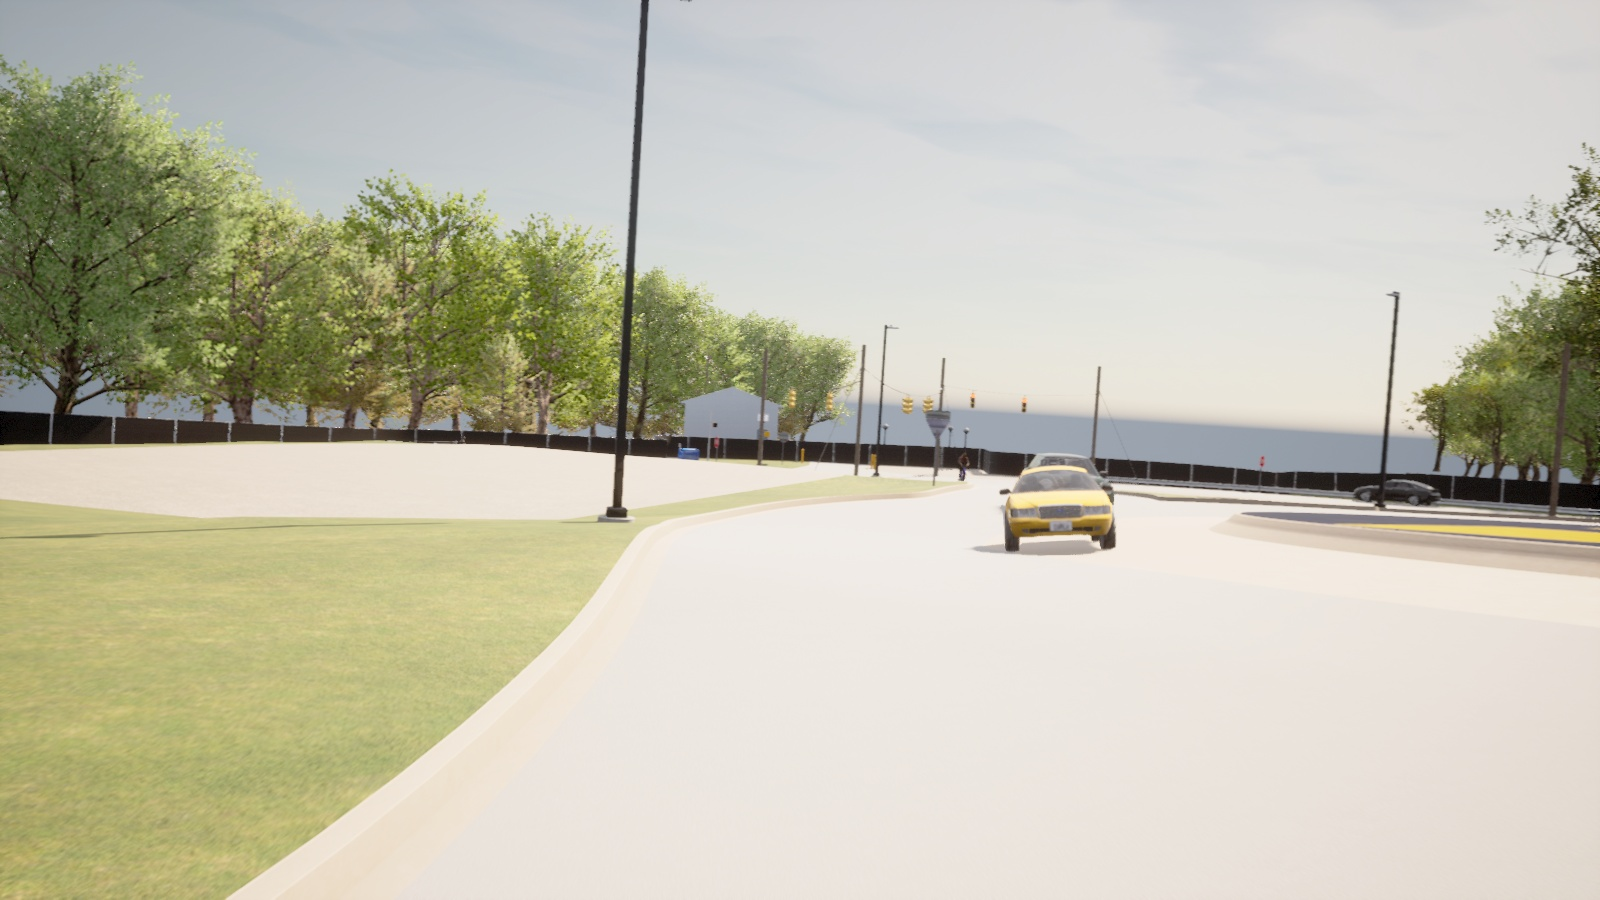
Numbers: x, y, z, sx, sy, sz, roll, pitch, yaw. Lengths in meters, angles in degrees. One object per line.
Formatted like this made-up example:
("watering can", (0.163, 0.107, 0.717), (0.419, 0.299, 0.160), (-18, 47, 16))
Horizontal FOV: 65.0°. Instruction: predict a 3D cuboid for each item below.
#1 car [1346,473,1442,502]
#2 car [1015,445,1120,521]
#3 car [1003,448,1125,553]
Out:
("car", (36.401, 2.271, 77.042), (1.837, 1.490, 4.892), (1, 2, -43))
("car", (7.348, 0.851, 34.992), (2.097, 1.767, 4.553), (2, 2, 3))
("car", (4.631, 0.889, 22.546), (1.801, 1.575, 5.366), (-3, -2, 10))
